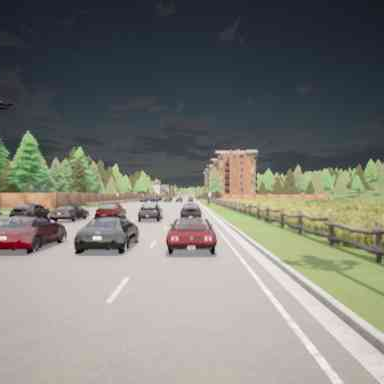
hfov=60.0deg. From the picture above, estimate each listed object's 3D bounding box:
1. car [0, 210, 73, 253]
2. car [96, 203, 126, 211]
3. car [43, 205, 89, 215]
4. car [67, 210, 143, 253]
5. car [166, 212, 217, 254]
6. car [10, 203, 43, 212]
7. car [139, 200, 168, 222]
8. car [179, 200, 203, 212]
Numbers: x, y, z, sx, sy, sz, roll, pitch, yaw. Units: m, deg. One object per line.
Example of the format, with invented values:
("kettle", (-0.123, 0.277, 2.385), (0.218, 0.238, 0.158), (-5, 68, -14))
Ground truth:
("car", (-7.023, 1.698, 14.343), (1.994, 1.385, 4.181), (0, 0, 0))
("car", (-7.091, 1.752, 29.504), (1.882, 1.535, 5.008), (0, 0, 0))
("car", (-10.594, 1.816, 28.997), (2.033, 1.411, 5.357), (0, 0, 0))
("car", (-3.523, 1.698, 14.351), (1.994, 1.385, 4.181), (0, 0, 0))
("car", (-0.024, 1.733, 14.163), (1.895, 1.301, 4.718), (0, 0, 0))
("car", (-14.092, 1.779, 29.304), (1.837, 1.490, 4.892), (0, 0, 0))
("car", (-3.592, 1.765, 29.339), (2.128, 1.511, 4.902), (0, 0, 0))
("car", (-0.092, 1.781, 29.369), (1.837, 1.490, 4.892), (0, 0, 0))
